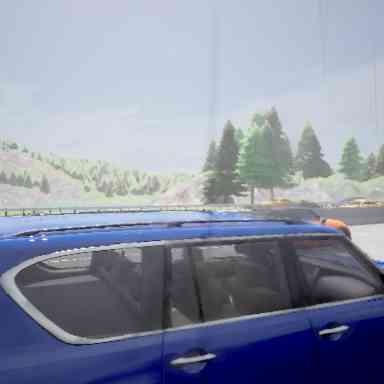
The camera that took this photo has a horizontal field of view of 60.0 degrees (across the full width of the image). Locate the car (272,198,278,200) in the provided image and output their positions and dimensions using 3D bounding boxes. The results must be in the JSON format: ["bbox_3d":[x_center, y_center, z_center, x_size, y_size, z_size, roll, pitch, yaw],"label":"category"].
[{"bbox_3d":[10.400,1.454,39.773,5.008,1.535,1.882,0,0,-26],"label":"car"}]

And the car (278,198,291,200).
[{"bbox_3d":[12.031,1.541,36.669,4.181,1.385,1.994,0,0,-26],"label":"car"}]

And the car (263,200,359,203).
[{"bbox_3d":[3.966,1.343,12.896,4.553,1.767,2.097,0,0,-27],"label":"car"}]

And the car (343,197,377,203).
[{"bbox_3d":[15.394,1.457,30.542,5.008,1.535,1.882,0,0,-26],"label":"car"}]

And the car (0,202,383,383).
[{"bbox_3d":[0.469,1.217,3.310,5.566,2.045,2.150,0,0,-27],"label":"car"}]
